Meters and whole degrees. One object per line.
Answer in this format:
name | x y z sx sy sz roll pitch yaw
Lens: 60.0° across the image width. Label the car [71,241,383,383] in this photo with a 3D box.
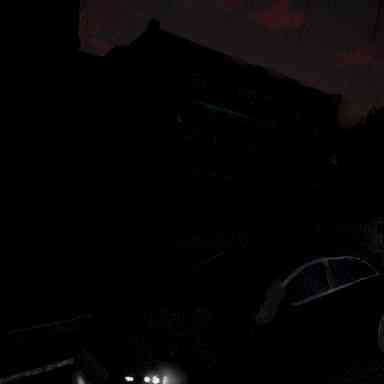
car | 1.007 1.492 4.418 4.902 1.511 2.128 0 0 -36
